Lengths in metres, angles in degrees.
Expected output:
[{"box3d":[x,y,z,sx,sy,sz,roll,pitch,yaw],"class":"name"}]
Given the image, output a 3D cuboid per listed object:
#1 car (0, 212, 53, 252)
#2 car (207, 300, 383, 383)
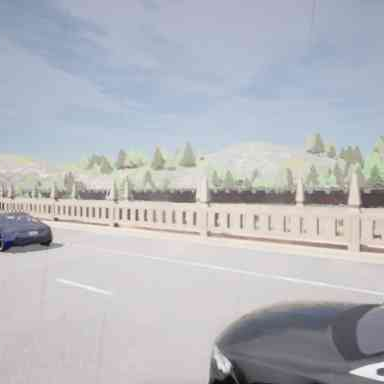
[{"box3d":[-7.624,1.516,13.730,4.181,1.385,1.994,0,0,36],"class":"car"},{"box3d":[2.380,1.494,2.295,4.902,1.511,2.128,0,0,36],"class":"car"}]
